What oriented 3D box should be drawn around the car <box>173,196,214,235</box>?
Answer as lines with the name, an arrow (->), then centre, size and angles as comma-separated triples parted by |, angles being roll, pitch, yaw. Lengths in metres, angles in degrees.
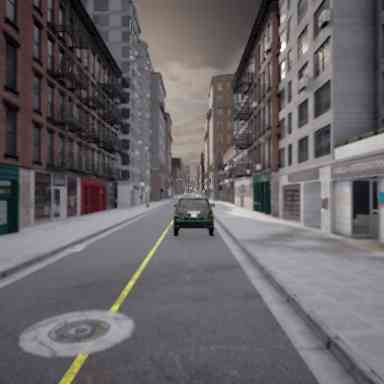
car -> 0.093, 1.261, 19.258 | 2.150, 2.045, 5.566 | 0, 0, 0

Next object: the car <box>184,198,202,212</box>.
car -> 0.086, 1.568, 40.711 | 2.128, 1.511, 4.902 | 0, 0, 0
